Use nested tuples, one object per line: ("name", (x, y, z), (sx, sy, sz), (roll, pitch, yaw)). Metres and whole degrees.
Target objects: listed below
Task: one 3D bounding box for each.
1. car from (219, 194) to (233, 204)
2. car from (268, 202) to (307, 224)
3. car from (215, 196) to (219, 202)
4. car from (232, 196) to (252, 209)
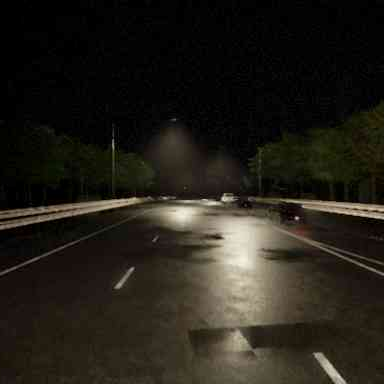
("car", (7.056, 1.367, 65.716), (2.150, 2.045, 5.566), (0, 0, 0))
("car", (7.024, 1.522, 24.725), (1.837, 1.490, 4.892), (0, 0, -1))
("car", (7.157, 1.707, 85.731), (2.097, 1.767, 4.553), (0, -1, 0))
("car", (7.001, 1.565, 45.634), (1.812, 1.442, 4.674), (0, 0, 0))
